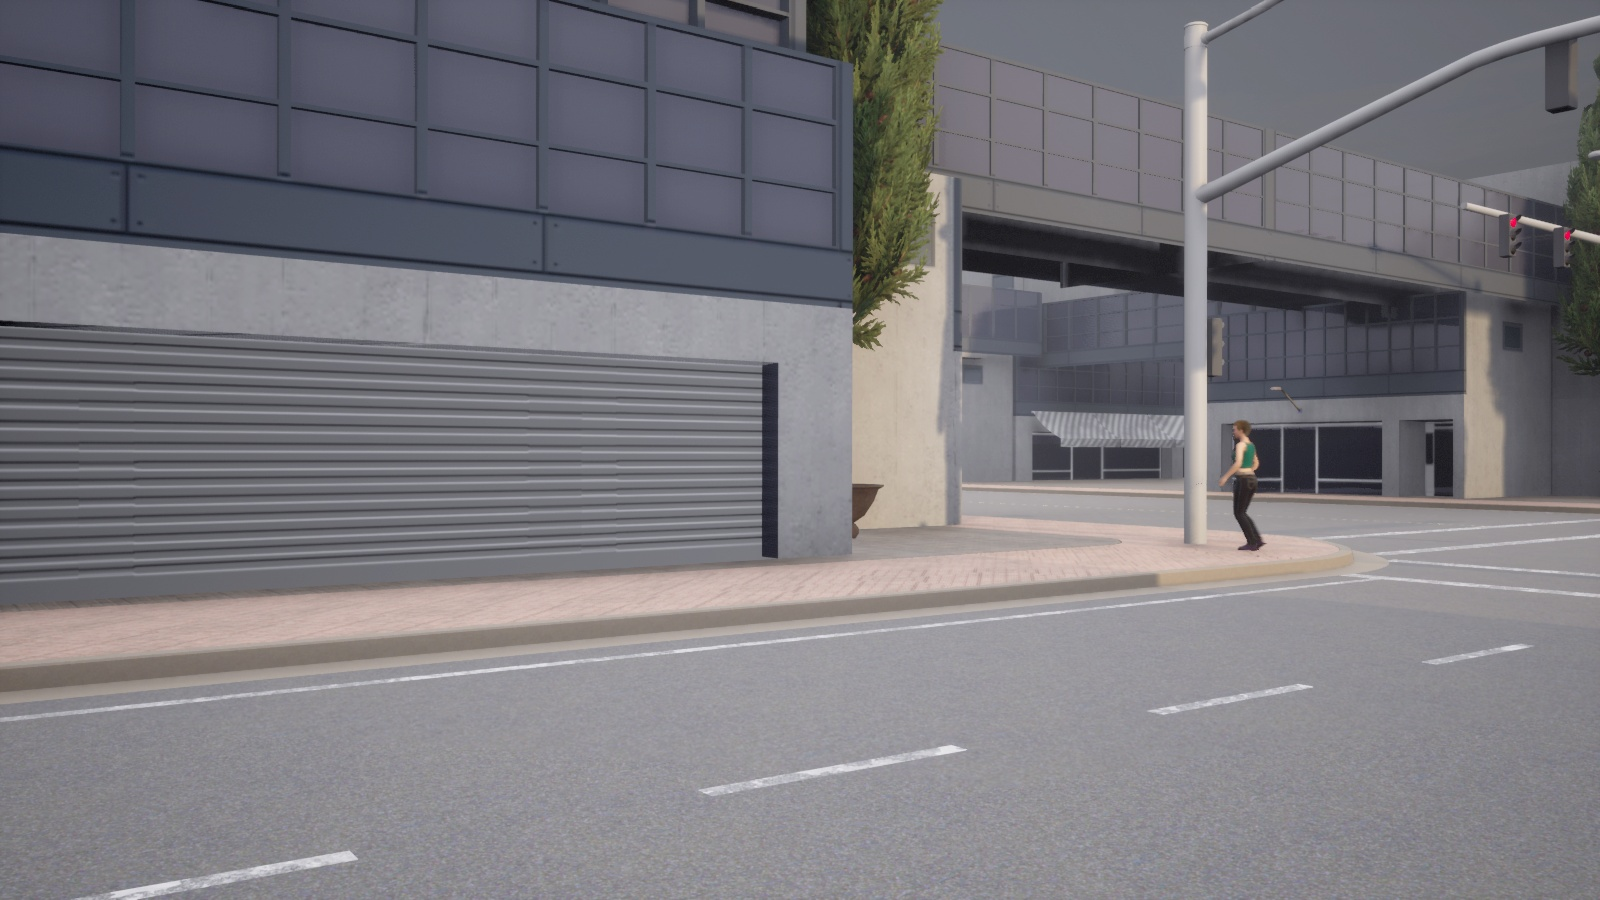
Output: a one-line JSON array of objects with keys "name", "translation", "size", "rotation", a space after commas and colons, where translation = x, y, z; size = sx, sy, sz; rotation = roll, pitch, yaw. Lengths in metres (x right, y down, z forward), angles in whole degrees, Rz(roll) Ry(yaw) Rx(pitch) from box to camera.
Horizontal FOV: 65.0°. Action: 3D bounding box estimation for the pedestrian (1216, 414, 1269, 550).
[{"name": "pedestrian", "translation": [6.096, 0.433, 17.303], "size": [0.594, 1.836, 0.345], "rotation": [0, 0, 44]}]
